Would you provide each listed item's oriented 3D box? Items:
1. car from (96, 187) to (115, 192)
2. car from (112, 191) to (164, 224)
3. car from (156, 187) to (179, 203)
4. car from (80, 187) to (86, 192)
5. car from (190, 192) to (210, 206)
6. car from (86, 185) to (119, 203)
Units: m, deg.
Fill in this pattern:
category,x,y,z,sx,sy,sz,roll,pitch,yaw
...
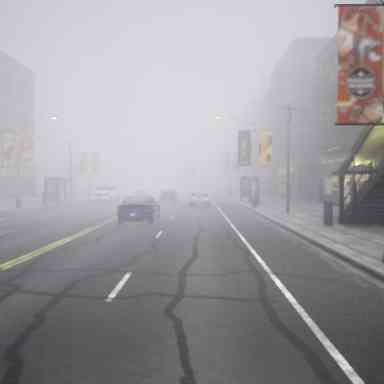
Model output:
category,x,y,z,sx,sy,sz,roll,pitch,yaw
car,-22.360,-0.732,86.203,4.718,1.301,1.895,1,2,31
car,-3.005,0.939,19.588,1.882,1.535,5.008,0,2,1
car,-2.668,0.445,38.282,1.837,1.490,4.892,0,1,1
car,-27.623,-0.853,88.467,4.674,1.452,2.002,0,2,21
car,0.733,0.682,32.803,1.895,1.301,4.718,0,2,1
car,-9.874,0.185,38.248,2.150,2.045,5.566,0,2,1
